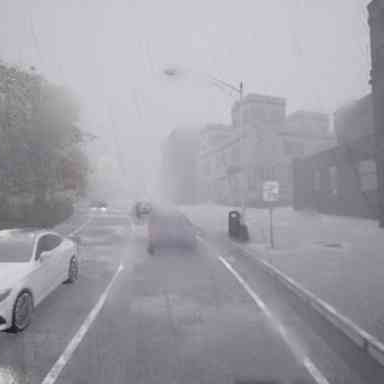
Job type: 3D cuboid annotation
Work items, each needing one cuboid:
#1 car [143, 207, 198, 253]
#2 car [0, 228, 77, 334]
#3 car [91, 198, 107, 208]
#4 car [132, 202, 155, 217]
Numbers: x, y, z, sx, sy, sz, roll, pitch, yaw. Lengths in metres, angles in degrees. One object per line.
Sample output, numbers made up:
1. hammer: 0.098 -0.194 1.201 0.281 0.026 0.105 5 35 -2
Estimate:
1. car: -0.906 1.584 13.952 2.033 1.411 5.357 0 0 -7
2. car: -3.712 1.531 6.836 1.812 1.442 4.674 0 0 -4
3. car: -13.172 1.504 47.091 1.994 1.385 4.181 2 0 -20
4. car: -4.707 1.636 32.581 2.033 1.411 5.357 1 0 -16
